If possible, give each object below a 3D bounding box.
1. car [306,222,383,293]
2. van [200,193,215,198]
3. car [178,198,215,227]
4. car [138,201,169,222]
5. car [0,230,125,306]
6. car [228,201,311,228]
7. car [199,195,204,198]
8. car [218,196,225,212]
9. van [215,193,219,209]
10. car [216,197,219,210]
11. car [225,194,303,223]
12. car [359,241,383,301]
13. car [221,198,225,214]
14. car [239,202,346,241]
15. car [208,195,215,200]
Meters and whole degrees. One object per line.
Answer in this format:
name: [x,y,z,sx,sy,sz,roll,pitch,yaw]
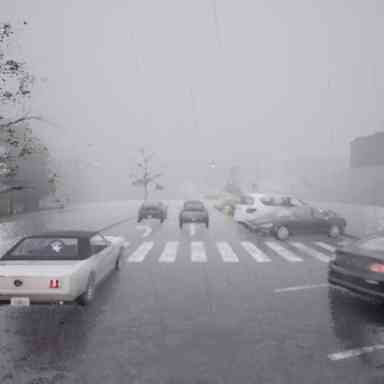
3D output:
car: [5.072,1.492,7.059,4.674,1.452,2.002,1,0,-20]
van: [5.046,1.169,89.124,4.442,1.987,1.878,1,-1,-20]
car: [0.122,1.412,21.896,2.128,1.511,4.902,0,0,0]
car: [-2.877,1.425,25.044,1.837,1.490,4.892,0,0,0]
car: [-2.892,1.557,7.847,1.895,1.301,4.718,0,0,0]
car: [5.096,1.412,21.966,5.008,1.535,2.097,1,0,-20]
car: [0.135,1.433,37.691,1.837,1.490,4.892,0,0,0]
car: [5.270,1.411,27.998,5.366,1.575,1.946,1,0,-20]
van: [4.995,1.188,33.855,4.442,1.987,1.878,1,0,-20]
car: [5.124,1.443,30.928,4.792,1.488,2.163,1,0,-20]
car: [5.117,1.164,19.001,5.566,2.045,2.435,1,0,-20]
car: [4.901,1.461,4.011,5.366,1.575,1.946,1,1,-20]
car: [5.087,1.412,24.951,4.892,1.521,2.231,1,0,-20]
car: [5.095,1.422,16.000,4.892,1.521,2.231,1,0,-20]
car: [4.932,1.413,36.814,5.366,1.575,1.946,1,0,-20]
